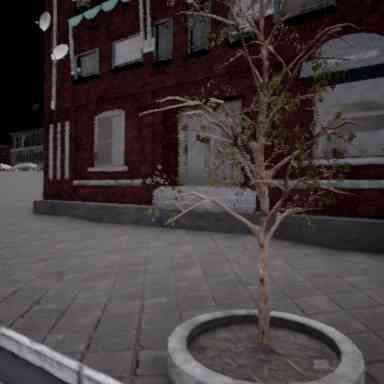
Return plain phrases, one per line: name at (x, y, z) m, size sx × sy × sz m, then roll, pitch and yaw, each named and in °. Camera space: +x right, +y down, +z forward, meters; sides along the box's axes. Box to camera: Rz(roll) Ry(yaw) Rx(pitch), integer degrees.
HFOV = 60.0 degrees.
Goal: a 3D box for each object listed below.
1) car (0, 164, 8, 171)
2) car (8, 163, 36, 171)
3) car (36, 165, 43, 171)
car at (-27.728, -3.368, 49.128) m, size 4.674 × 1.452 × 2.002 m, roll 1°, pitch 1°, yaw 28°
car at (-22.896, -3.313, 46.669) m, size 4.892 × 1.521 × 2.231 m, roll 1°, pitch 1°, yaw 27°
car at (-17.816, -3.323, 44.226) m, size 4.553 × 1.767 × 2.185 m, roll 1°, pitch 1°, yaw 26°
